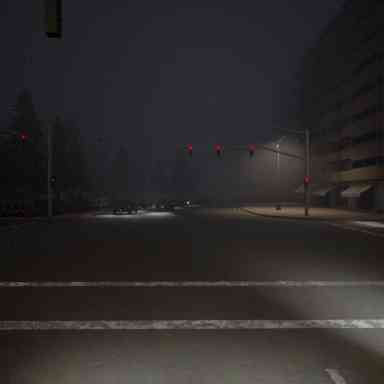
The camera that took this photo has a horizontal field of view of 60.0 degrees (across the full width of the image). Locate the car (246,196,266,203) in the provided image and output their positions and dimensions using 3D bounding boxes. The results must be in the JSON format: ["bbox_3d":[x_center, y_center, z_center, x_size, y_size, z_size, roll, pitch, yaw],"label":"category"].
[{"bbox_3d":[13.138,1.477,68.040,5.008,1.535,1.882,0,0,-41],"label":"car"}]

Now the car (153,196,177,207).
[{"bbox_3d":[-4.283,1.491,53.972,2.128,1.511,4.902,0,0,20],"label":"car"}]

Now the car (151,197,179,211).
[{"bbox_3d":[-3.219,1.491,40.634,2.128,1.511,4.902,0,0,4],"label":"car"}]

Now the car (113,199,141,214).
[{"bbox_3d":[-6.955,1.526,35.051,1.812,1.442,4.674,0,0,2],"label":"car"}]

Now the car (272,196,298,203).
[{"bbox_3d":[18.502,1.478,67.553,5.008,1.535,1.882,0,0,-33],"label":"car"}]

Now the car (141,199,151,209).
[{"bbox_3d":[-6.410,1.601,44.129,1.895,1.301,4.718,0,0,6],"label":"car"}]

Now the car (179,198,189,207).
[{"bbox_3d":[-1.905,1.547,50.363,2.033,1.411,5.357,0,0,15],"label":"car"}]

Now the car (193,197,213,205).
[{"bbox_3d":[1.987,1.601,59.591,1.895,1.301,4.718,0,0,31],"label":"car"}]
